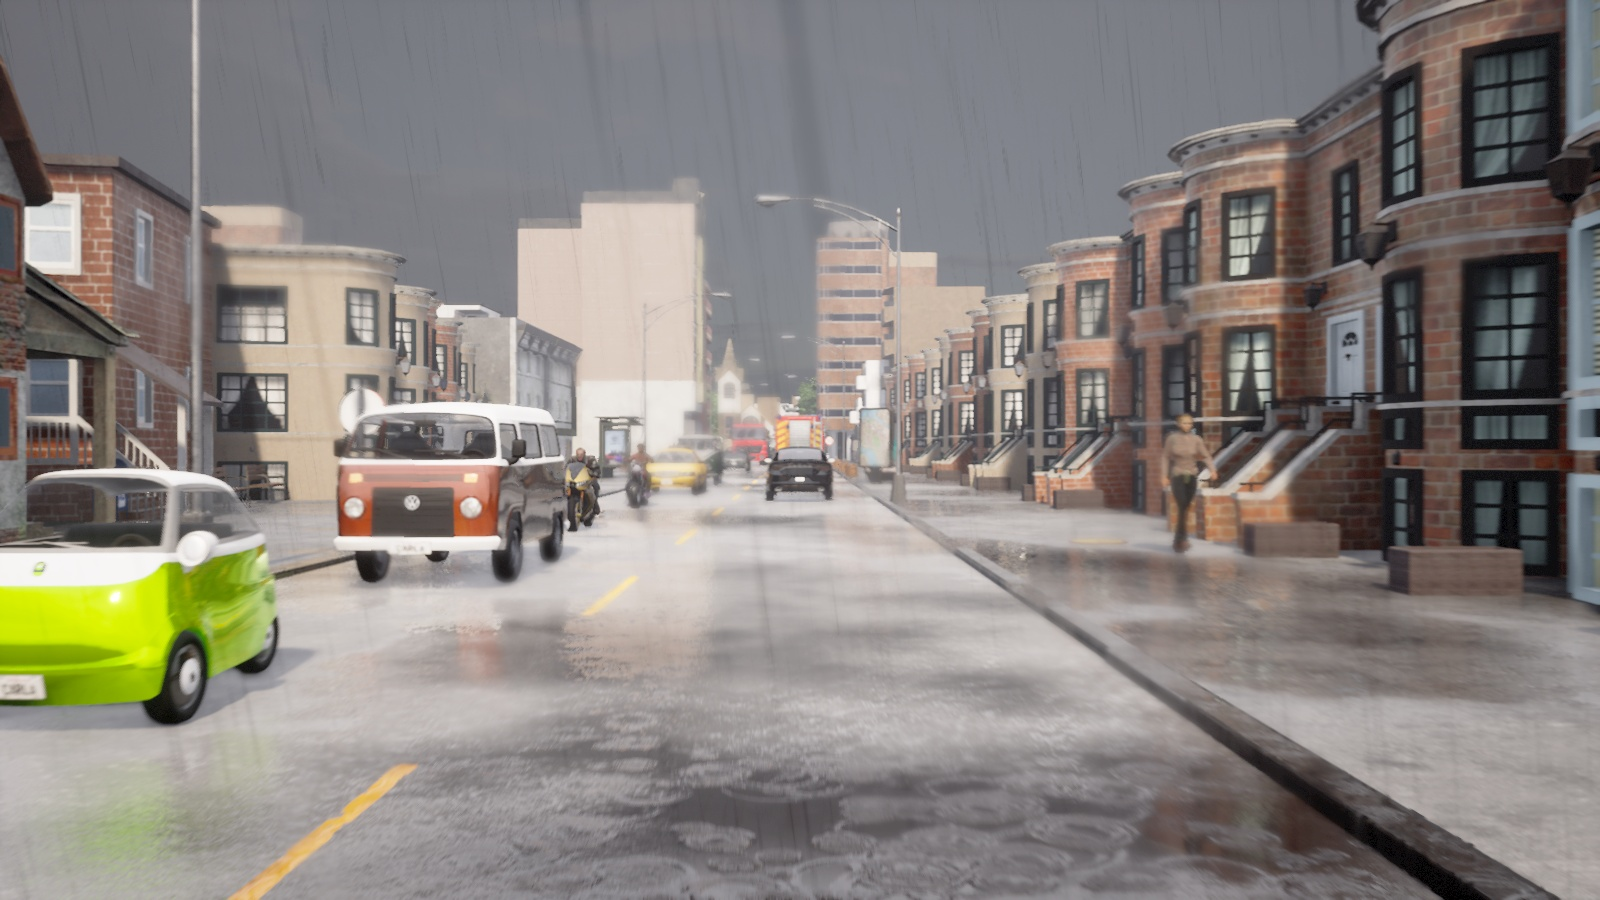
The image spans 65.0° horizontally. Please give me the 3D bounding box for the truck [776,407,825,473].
[{"bbox_3d":[0.035,-0.585,77.389,2.891,3.827,8.468,0,0,0],"label":"truck"}]

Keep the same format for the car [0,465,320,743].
[{"bbox_3d":[-3.988,0.784,7.390,1.481,1.376,2.207,0,0,0],"label":"car"}]

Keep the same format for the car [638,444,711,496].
[{"bbox_3d":[-3.979,0.596,40.499,1.801,1.575,5.366,0,0,0],"label":"car"}]

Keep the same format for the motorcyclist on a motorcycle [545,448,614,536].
[{"bbox_3d":[-3.985,0.730,22.869,0.866,1.530,2.191,0,0,0],"label":"motorcyclist on a motorcycle"}]

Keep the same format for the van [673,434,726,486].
[{"bbox_3d":[-3.975,0.390,50.138,1.775,1.987,4.442,0,0,0],"label":"van"}]

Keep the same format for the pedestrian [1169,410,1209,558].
[{"bbox_3d":[4.942,0.423,15.978,0.331,1.846,0.634,0,0,2],"label":"pedestrian"}]

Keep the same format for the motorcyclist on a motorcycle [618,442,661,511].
[{"bbox_3d":[-3.982,0.628,31.240,0.766,1.649,2.350,0,0,0],"label":"motorcyclist on a motorcycle"}]

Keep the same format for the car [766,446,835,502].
[{"bbox_3d":[0.020,0.645,36.694,1.882,1.535,5.008,0,0,0],"label":"car"}]

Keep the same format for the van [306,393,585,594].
[{"bbox_3d":[-3.989,0.436,14.997,2.069,2.038,4.480,0,0,0],"label":"van"}]

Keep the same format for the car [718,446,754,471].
[{"bbox_3d":[-3.965,0.521,78.752,2.007,1.525,4.514,0,0,0],"label":"car"}]
